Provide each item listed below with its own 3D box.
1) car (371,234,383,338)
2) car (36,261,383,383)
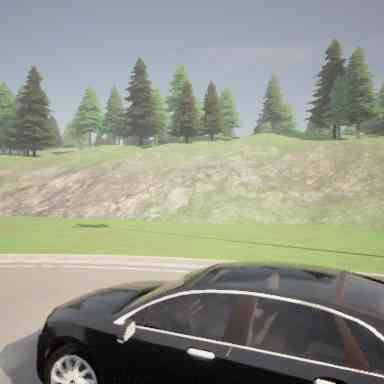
[{"bbox_3d":[5.268,1.506,4.305,4.892,1.490,1.837,0,0,41],"label":"car"},{"bbox_3d":[0.528,1.506,3.395,4.892,1.490,1.837,0,0,29],"label":"car"}]
